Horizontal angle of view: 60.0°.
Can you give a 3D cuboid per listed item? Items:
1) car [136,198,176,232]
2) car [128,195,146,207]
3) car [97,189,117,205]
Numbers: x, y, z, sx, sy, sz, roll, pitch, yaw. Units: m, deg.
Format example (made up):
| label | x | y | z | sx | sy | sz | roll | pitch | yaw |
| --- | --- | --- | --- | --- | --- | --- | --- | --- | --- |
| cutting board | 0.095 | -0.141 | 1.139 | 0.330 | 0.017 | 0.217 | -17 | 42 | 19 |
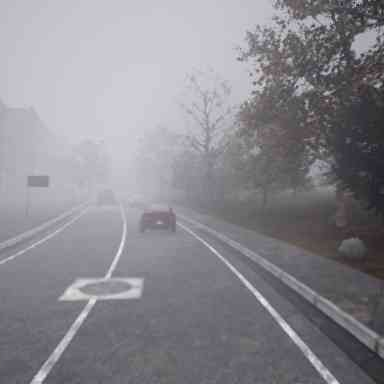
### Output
| label | x | y | z | sx | sy | sz | roll | pitch | yaw |
| --- | --- | --- | --- | --- | --- | --- | --- | --- | --- |
| car | -2.086 | 1.355 | 19.257 | 1.882 | 1.535 | 5.008 | 1 | 1 | -10 |
| car | -6.544 | 1.026 | 39.926 | 1.812 | 1.442 | 4.674 | 1 | 1 | -13 |
| car | -11.127 | 0.595 | 43.529 | 2.150 | 2.045 | 5.566 | 1 | 1 | -13 |
